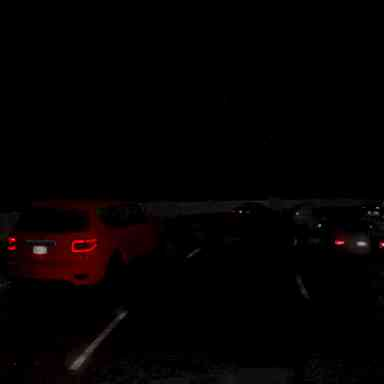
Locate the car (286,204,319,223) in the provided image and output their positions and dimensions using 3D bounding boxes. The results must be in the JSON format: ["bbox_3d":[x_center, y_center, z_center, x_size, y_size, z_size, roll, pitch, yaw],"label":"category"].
[{"bbox_3d":[8.793,1.591,25.793,1.994,1.385,4.181,0,0,33],"label":"car"}]

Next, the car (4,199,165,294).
[{"bbox_3d":[-2.402,1.210,9.032,2.150,2.045,5.566,0,0,11],"label":"car"}]

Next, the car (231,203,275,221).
[{"bbox_3d":[5.041,1.560,27.115,2.033,1.411,5.357,0,0,34],"label":"car"}]

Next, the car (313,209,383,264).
[{"bbox_3d":[5.717,1.566,12.088,2.033,1.411,5.357,0,0,18],"label":"car"}]

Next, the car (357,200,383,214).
[{"bbox_3d":[16.783,1.549,30.072,2.128,1.511,4.902,0,0,44],"label":"car"}]

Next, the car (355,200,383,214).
[{"bbox_3d":[20.613,1.632,37.743,4.181,1.385,1.994,0,0,-36],"label":"car"}]
